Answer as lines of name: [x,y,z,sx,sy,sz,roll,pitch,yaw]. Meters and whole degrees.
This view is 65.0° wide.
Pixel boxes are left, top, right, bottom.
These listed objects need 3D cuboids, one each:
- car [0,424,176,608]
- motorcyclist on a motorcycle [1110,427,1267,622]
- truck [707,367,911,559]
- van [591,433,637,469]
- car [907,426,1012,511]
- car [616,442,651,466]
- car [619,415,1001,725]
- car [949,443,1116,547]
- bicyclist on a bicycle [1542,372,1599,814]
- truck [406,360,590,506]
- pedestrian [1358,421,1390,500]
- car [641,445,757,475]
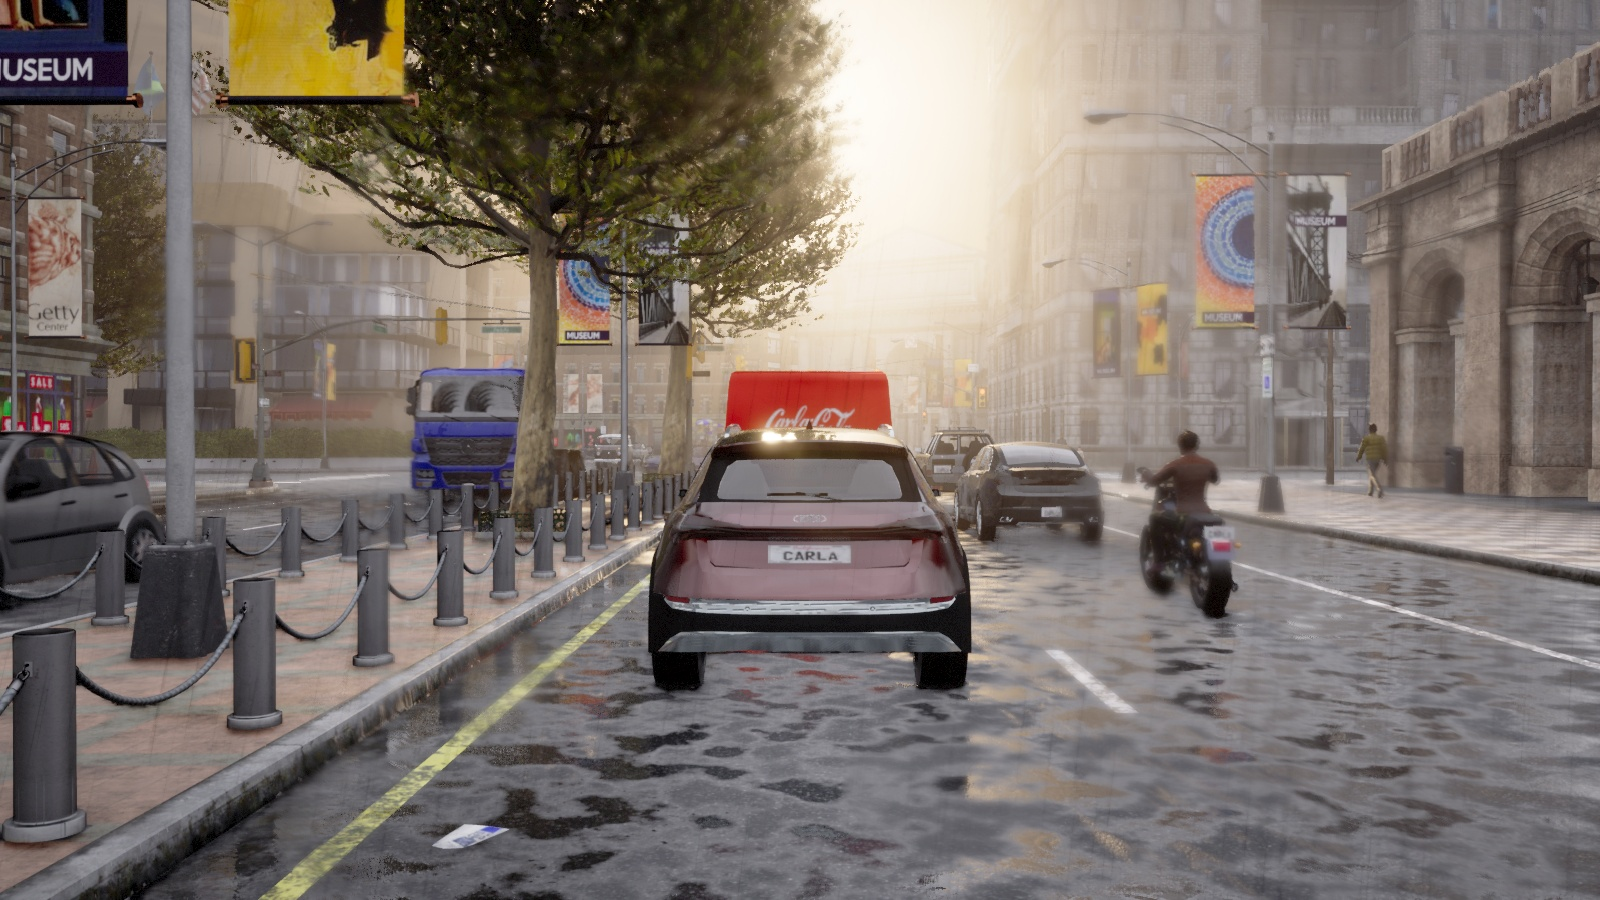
car: [-7.915,0.570,12.055,1.851,1.617,3.988,0,0,0]
motorcyclist on a motorcycle: [3.584,0.633,11.827,0.766,1.649,2.350,0,0,0]
truck: [0.125,0.154,18.747,2.627,2.467,5.204,0,0,0]
van: [-11.021,0.040,74.628,2.069,2.038,4.480,0,0,0]
car: [3.686,0.399,29.694,1.932,1.855,4.605,0,0,1]
car: [-11.005,0.247,83.075,1.789,1.549,3.705,0,0,0]
car: [0.067,0.625,9.120,2.033,1.649,4.856,0,0,0]
car: [3.633,0.639,20.483,1.837,1.490,4.892,0,0,0]
bicyclist on a bicycle: [3.541,0.593,4.489,0.659,1.776,1.843,0,2,0]
truck: [-7.848,-0.433,33.845,2.891,3.462,7.936,0,0,1]
pedestrian: [13.693,0.245,29.945,0.431,1.840,0.709,0,0,0]
car: [-4.750,0.454,59.602,5.357,1.411,2.033,0,0,0]
